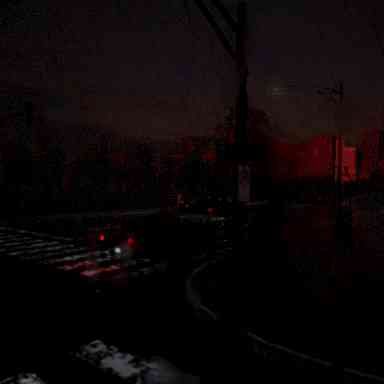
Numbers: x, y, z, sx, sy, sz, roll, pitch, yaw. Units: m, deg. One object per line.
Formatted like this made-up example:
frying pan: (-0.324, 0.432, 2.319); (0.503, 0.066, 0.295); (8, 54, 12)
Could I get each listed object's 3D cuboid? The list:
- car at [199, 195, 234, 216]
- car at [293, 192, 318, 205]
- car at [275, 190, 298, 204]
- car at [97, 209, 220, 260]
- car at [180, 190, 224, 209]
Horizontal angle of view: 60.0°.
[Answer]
car: (2.884, 1.228, 28.783); (1.812, 1.442, 4.674); (1, 1, 36)
car: (16.418, 1.112, 47.136); (1.994, 1.385, 4.181); (1, 1, 36)
car: (14.360, 0.688, 49.799); (2.150, 2.045, 5.566); (1, 1, 36)
car: (-1.075, 1.533, 12.375); (1.895, 1.301, 4.718); (1, 1, 35)
car: (1.183, 0.854, 31.954); (2.150, 2.045, 5.566); (1, 1, 36)
